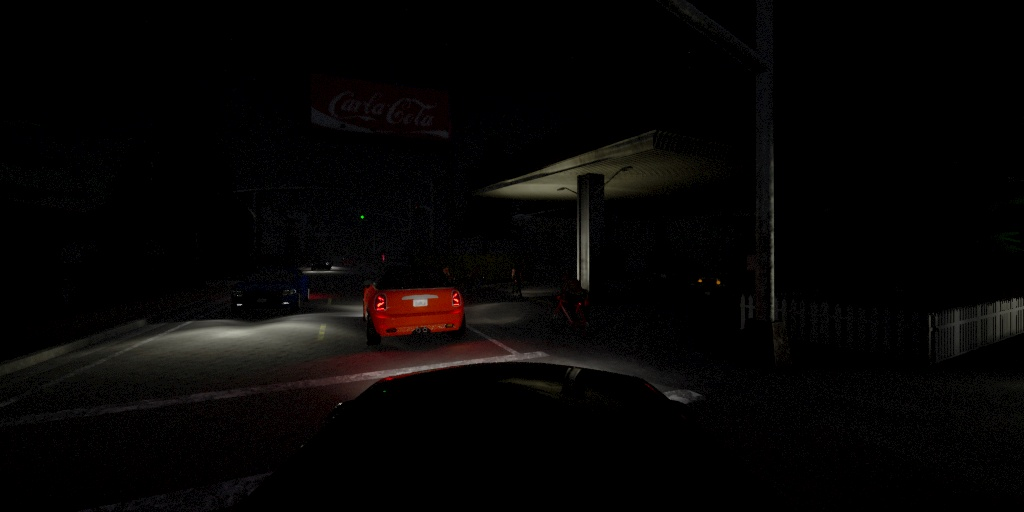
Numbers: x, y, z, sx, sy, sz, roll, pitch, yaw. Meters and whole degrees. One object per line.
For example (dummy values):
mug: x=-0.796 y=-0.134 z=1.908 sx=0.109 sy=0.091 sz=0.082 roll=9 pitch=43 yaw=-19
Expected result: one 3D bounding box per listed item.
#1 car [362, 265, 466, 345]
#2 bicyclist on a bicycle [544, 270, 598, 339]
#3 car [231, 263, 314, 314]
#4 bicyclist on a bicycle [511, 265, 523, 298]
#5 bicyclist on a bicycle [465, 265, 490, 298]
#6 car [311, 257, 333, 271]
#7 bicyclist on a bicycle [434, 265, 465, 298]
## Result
car: x=-2.779 y=1.001 z=9.478 sx=2.097 sy=1.767 sz=4.553 roll=0 pitch=0 yaw=-24
bicyclist on a bicycle: x=1.450 y=1.180 z=8.915 sx=0.582 sy=1.620 sz=1.656 roll=3 pitch=-2 yaw=-44
car: x=-8.880 y=1.146 z=13.525 sx=1.882 sy=1.535 sz=5.008 roll=1 pitch=-1 yaw=-25
bicyclist on a bicycle: x=0.252 y=1.270 z=18.092 sx=0.582 sy=1.620 sz=1.656 roll=0 pitch=0 yaw=14
bicyclist on a bicycle: x=-1.853 y=1.265 z=17.912 sx=1.656 sy=1.620 sz=0.582 roll=1 pitch=0 yaw=-23
car: x=-24.746 y=0.967 z=46.478 sx=2.097 sy=1.767 sz=4.553 roll=0 pitch=0 yaw=-25
bicyclist on a bicycle: x=-3.117 y=1.235 z=16.490 sx=1.656 sy=1.620 sz=0.582 roll=1 pitch=0 yaw=35
